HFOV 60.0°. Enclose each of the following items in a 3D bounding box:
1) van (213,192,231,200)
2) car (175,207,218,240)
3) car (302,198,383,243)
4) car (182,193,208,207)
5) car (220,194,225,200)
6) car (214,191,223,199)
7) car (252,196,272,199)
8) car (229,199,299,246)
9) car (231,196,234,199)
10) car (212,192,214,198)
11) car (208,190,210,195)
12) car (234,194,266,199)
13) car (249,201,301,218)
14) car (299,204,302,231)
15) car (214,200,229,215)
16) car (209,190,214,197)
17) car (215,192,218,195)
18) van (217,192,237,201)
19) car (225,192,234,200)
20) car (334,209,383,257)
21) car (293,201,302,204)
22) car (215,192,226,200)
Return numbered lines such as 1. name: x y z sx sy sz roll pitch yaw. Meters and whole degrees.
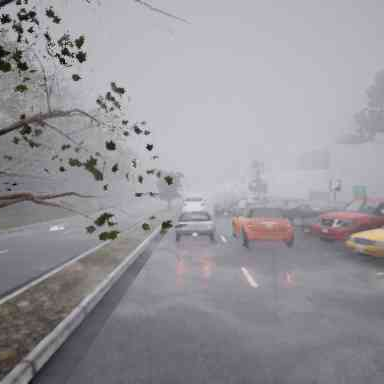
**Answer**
1. van: 8.191 0.990 89.605 4.442 1.987 1.878 1 1 -20
2. car: 0.144 1.669 17.546 1.895 1.301 4.718 0 0 0
3. car: 8.086 1.286 14.675 5.566 2.045 2.435 1 0 -20
4. car: 0.185 1.370 33.978 2.150 2.045 5.566 0 0 0
5. car: 8.196 1.537 59.715 4.792 1.488 2.163 1 1 -20
6. car: 8.239 1.207 77.710 4.553 1.767 2.185 1 0 -20
7. car: 8.177 1.496 29.705 4.553 1.767 2.185 1 0 -20
8. car: 3.139 1.409 15.574 2.097 1.767 4.553 0 0 0
9. car: 8.004 1.627 41.645 5.366 1.575 1.946 1 1 -20
10. car: 8.276 1.276 83.685 4.892 1.521 2.231 1 0 -20
11. car: 8.334 0.935 92.647 5.566 2.045 2.435 1 0 -20
12. car: 8.197 1.386 38.717 5.566 2.045 2.435 1 0 -20
13. car: 8.155 1.675 32.693 4.674 1.452 2.002 1 0 -20
14. car: 8.089 1.583 17.676 4.792 1.488 2.163 1 0 -20
15. car: 3.185 1.749 33.557 1.895 1.301 4.718 0 0 0
16. car: 8.268 0.994 86.651 5.566 2.045 2.435 1 1 -20
17. car: 8.255 1.402 74.739 4.674 1.452 2.002 1 0 -20
18. van: 8.386 1.079 80.743 4.442 1.987 1.878 1 0 -20
19. car: 8.168 1.358 47.698 5.566 2.045 2.435 1 1 -20
20. car: 7.925 1.516 11.622 5.366 1.575 1.946 1 0 -20
21. car: 8.123 1.592 23.693 5.008 1.535 2.097 1 -1 -20
22. car: 8.226 1.420 71.721 4.792 1.488 2.163 1 1 -20
